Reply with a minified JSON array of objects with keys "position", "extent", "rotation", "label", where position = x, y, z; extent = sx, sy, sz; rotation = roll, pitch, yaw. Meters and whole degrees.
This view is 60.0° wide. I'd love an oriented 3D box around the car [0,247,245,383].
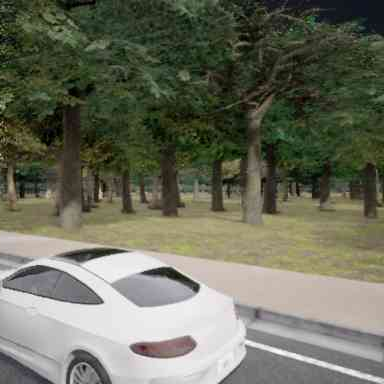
[{"position":[-1.541,1.527,4.660],"extent":[4.674,1.442,1.812],"rotation":[0,0,35],"label":"car"}]
